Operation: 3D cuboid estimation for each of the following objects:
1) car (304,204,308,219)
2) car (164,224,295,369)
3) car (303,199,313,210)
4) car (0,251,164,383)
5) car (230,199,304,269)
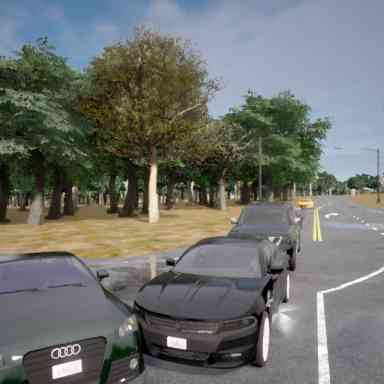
[{"bbox_3d":[6.839,1.786,23.209,1.895,1.301,4.718,-1,0,20],"label":"car"},{"bbox_3d":[0.720,1.614,6.306,1.882,1.535,5.008,-1,-2,21],"label":"car"},{"bbox_3d":[16.322,1.711,47.898,1.882,1.535,5.008,-1,0,24],"label":"car"},{"bbox_3d":[-2.323,1.643,5.002,1.994,1.385,4.181,2,-2,-33],"label":"car"},{"bbox_3d":[2.828,1.460,12.451,2.150,2.045,5.566,-2,0,20],"label":"car"}]
